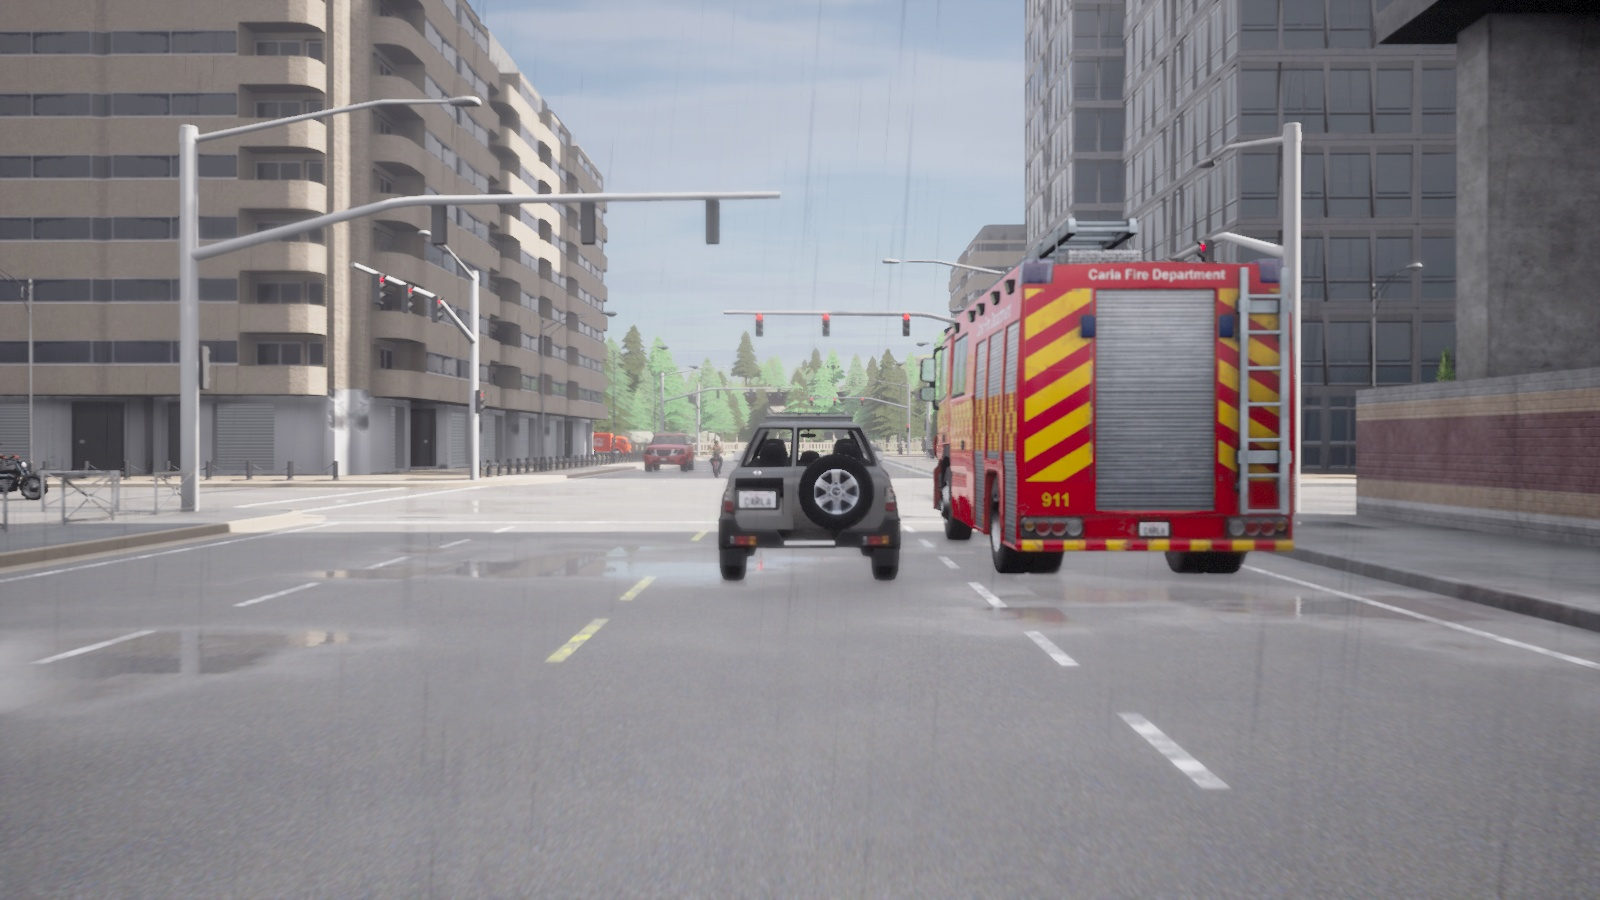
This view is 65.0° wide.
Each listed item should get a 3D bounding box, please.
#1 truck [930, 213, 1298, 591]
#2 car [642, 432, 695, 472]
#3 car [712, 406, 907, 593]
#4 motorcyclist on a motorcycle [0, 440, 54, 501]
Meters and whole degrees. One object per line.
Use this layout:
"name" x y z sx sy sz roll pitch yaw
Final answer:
"truck" 3.612 -0.511 16.949 2.891 3.827 8.468 0 0 0
"car" -6.859 0.087 66.104 2.150 2.045 5.566 0 0 1
"car" 0.101 0.480 14.809 1.932 1.855 4.605 0 0 0
"motorcyclist on a motorcycle" -21.615 0.543 34.048 2.350 1.649 0.766 0 0 1
